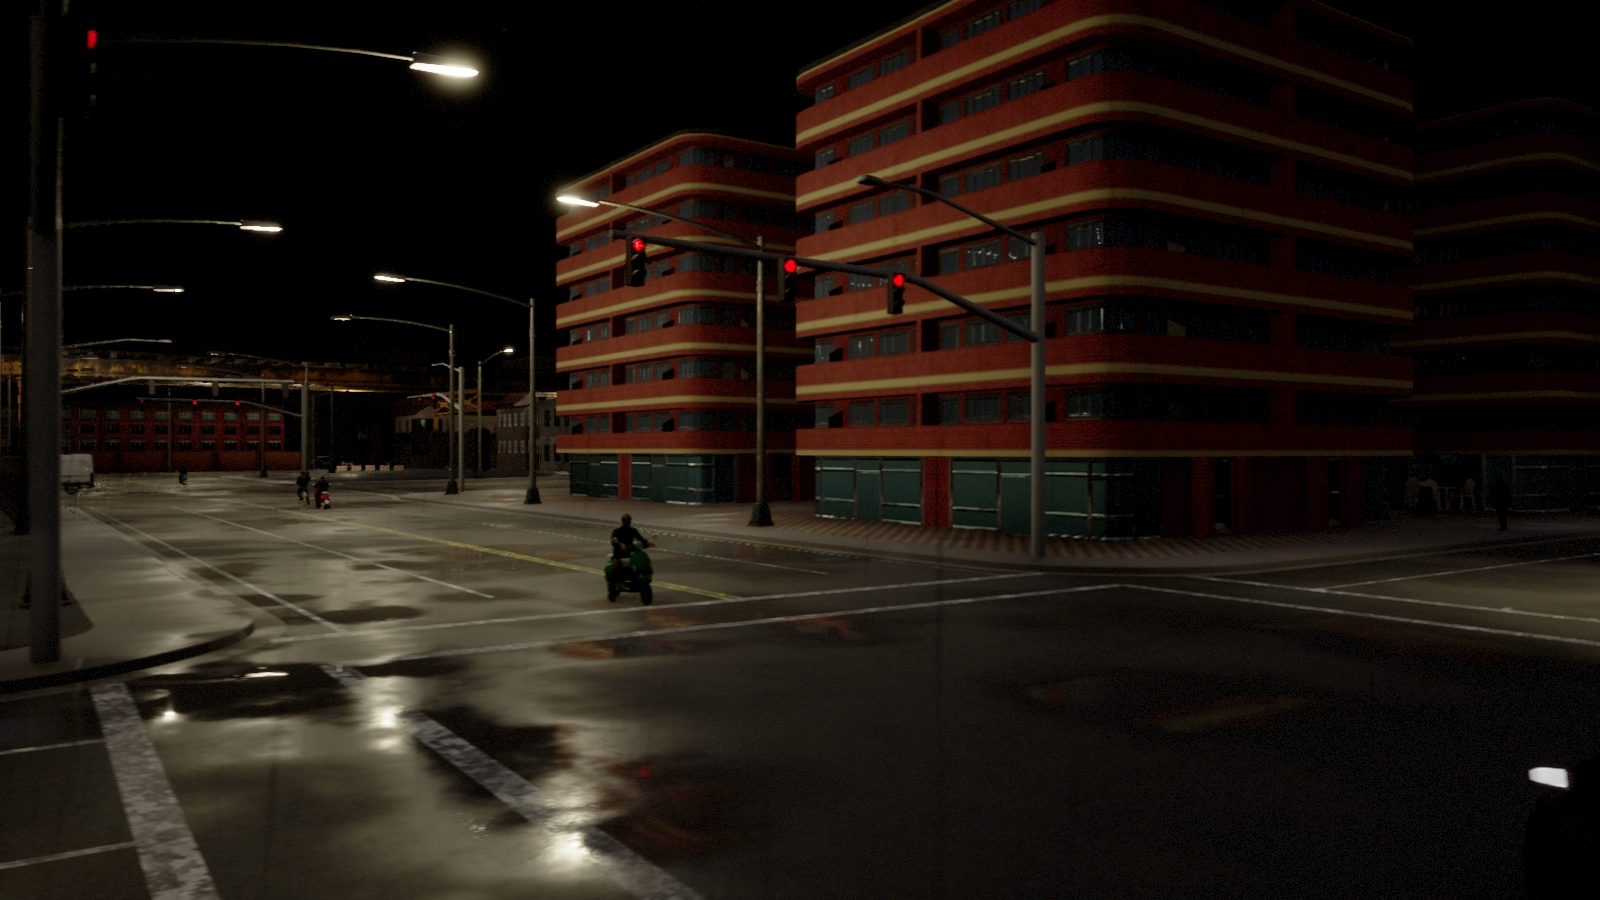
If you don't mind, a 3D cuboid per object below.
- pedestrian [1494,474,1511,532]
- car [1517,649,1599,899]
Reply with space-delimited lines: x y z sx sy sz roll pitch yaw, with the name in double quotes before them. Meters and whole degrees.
"pedestrian" 22.812 1.702 37.120 0.375 1.860 0.375 0 0 -40
"car" 4.333 2.041 4.858 2.007 1.525 4.514 0 0 30
